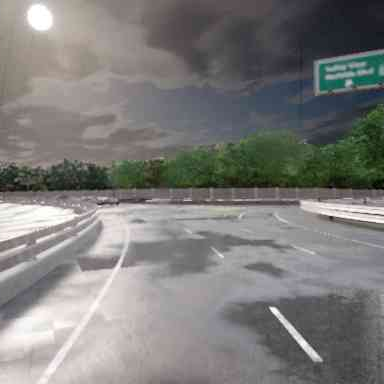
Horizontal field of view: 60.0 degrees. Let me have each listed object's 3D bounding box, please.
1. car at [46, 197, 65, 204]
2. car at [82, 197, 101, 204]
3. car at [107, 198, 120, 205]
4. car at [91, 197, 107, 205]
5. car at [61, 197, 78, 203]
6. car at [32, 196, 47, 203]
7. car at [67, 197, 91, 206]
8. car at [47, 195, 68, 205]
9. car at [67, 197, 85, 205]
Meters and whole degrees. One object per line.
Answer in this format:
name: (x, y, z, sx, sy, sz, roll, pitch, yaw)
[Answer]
car: (-32.322, 1.961, 78.767, 4.902, 1.511, 2.128, 0, 0, 39)
car: (-22.413, 1.922, 74.045, 2.033, 1.411, 5.357, 0, 0, -43)
car: (-16.295, 1.891, 66.912, 1.994, 1.385, 4.181, 0, 0, -40)
car: (-18.850, 1.892, 64.484, 1.994, 1.385, 4.181, 0, 0, -40)
car: (-30.010, 1.936, 81.395, 4.892, 1.490, 1.837, 0, 0, 39)
car: (-35.203, 1.624, 76.642, 4.553, 1.767, 2.097, 0, 0, 39)
car: (-20.886, 1.853, 61.423, 1.812, 1.442, 4.674, 0, 0, -38)
car: (-27.535, 1.603, 69.275, 2.150, 2.045, 5.566, 0, 0, -43)
car: (-25.117, 1.908, 71.819, 1.812, 1.442, 4.674, 0, 0, -43)
